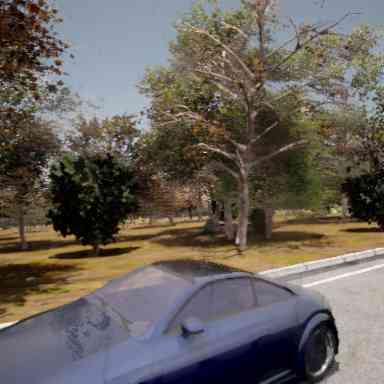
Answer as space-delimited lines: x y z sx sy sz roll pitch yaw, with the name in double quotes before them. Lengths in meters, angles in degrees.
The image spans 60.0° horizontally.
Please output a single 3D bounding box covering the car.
"car" -0.170 1.564 3.872 4.181 1.385 1.994 0 0 -36
